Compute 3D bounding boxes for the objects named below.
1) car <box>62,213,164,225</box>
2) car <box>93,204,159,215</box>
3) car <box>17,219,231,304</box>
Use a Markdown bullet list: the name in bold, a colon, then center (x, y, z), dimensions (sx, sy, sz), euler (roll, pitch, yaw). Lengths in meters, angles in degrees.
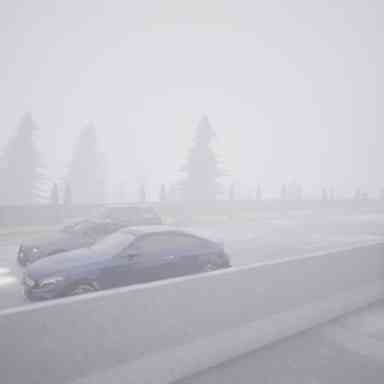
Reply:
- **car**: center (-3.081, 1.565, 10.394), dimensions (4.181, 1.385, 1.994), euler (0, 0, -36)
- **car**: center (-3.412, 1.355, 14.457), dimensions (4.553, 1.767, 2.097), euler (0, 0, -35)
- **car**: center (-1.192, 1.527, 7.441), dimensions (4.674, 1.442, 1.812), euler (0, 0, -36)
